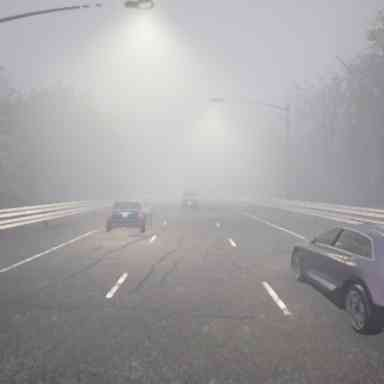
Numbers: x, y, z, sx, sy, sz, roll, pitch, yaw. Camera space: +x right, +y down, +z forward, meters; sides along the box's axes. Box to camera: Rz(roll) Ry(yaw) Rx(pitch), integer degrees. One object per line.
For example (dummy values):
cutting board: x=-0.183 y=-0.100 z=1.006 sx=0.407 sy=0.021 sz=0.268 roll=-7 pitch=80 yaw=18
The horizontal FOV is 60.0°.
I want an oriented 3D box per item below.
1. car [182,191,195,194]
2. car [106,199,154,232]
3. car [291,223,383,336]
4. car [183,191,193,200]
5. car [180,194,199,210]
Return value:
car: x=-0.445 y=0.876 z=54.128 sx=2.150 sy=2.045 sz=5.566 roll=0 pitch=0 yaw=-1
car: x=-3.468 y=1.231 z=19.274 sx=2.097 sy=1.767 sz=4.553 roll=0 pitch=0 yaw=0
car: x=3.497 y=1.389 z=6.608 sx=2.033 sy=1.649 sz=4.856 roll=0 pitch=0 yaw=0
car: x=-1.015 y=0.750 z=73.720 sx=2.150 sy=2.045 sz=5.566 roll=0 pitch=0 yaw=-2
car: x=-0.284 y=1.259 z=38.764 sx=2.163 sy=1.488 sz=4.792 roll=0 pitch=0 yaw=-1
